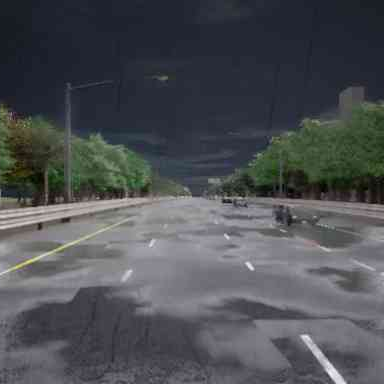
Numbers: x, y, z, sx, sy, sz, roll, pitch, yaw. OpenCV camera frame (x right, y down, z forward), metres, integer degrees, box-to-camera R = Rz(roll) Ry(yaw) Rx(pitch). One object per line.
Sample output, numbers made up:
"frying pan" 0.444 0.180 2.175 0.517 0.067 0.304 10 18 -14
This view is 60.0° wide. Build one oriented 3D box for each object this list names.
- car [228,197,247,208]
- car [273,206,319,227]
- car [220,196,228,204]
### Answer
"car" 7.098 1.579 49.831 2.128 1.511 4.902 0 0 0
"car" 7.015 1.603 22.956 1.895 1.301 4.718 0 0 0
"car" 7.213 1.760 70.229 1.882 1.535 5.008 0 -1 0
